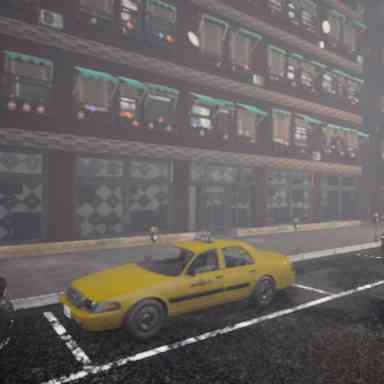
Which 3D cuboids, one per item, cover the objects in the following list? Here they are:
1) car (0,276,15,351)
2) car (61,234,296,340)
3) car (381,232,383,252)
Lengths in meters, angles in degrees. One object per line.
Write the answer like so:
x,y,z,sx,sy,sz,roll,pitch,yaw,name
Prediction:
-4.344,1.536,3.458,4.403,1.369,2.008,1,0,-36,car
0.026,1.560,6.578,4.829,1.417,1.752,1,0,-36,car
9.181,1.685,13.114,4.507,1.381,1.887,1,0,-36,car
